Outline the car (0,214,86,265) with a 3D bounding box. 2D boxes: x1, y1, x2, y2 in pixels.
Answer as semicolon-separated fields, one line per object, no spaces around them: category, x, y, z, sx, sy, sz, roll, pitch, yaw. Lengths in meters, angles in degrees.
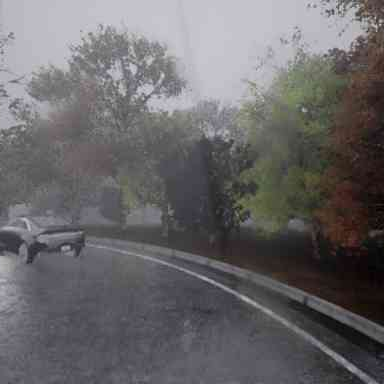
car;-5.733;1.568;12.138;4.902;1.511;2.128;0;0;43
